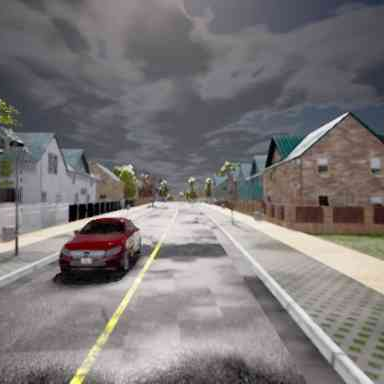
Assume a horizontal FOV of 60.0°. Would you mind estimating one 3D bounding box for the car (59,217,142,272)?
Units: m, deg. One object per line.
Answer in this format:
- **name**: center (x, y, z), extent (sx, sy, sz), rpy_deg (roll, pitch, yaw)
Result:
- **car**: center (-2.799, 1.588, 11.128), extent (1.812, 1.442, 4.674), rpy_deg (0, -1, 0)
